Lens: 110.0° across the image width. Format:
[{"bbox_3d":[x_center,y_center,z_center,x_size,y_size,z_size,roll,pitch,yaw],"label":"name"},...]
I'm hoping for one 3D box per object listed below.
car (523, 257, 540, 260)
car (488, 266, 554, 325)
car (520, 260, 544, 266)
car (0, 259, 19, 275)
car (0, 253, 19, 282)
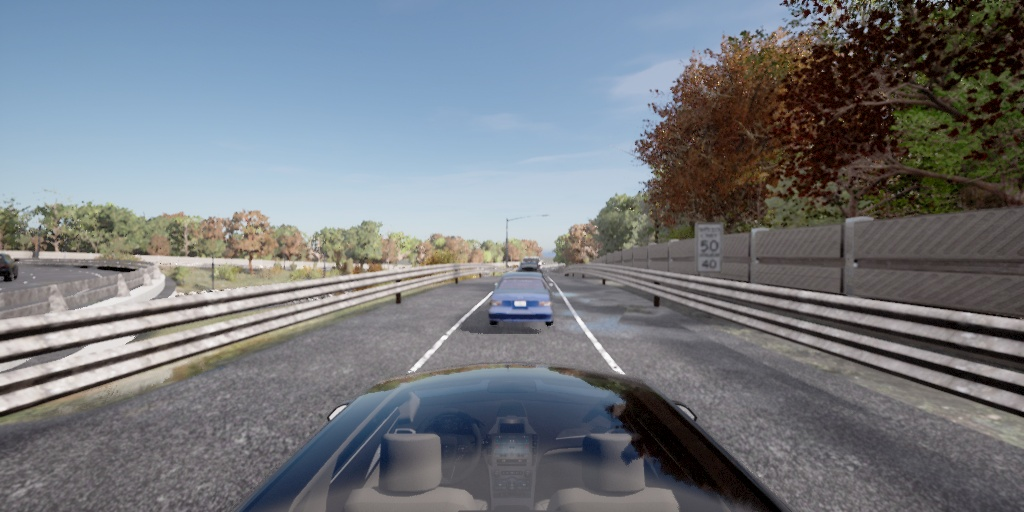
[{"bbox_3d":[1.974,1.165,36.105,2.150,2.045,5.566,0,-2,4],"label":"car"},{"bbox_3d":[0.353,1.222,11.502,2.033,1.411,5.357,0,0,3],"label":"car"},{"bbox_3d":[1.289,1.206,26.105,1.837,1.490,4.892,0,-1,4],"label":"car"},{"bbox_3d":[-49.536,1.027,34.410,5.357,1.411,2.033,0,1,30],"label":"car"},{"bbox_3d":[-37.027,0.777,25.402,5.566,2.045,2.150,1,1,39],"label":"car"}]
